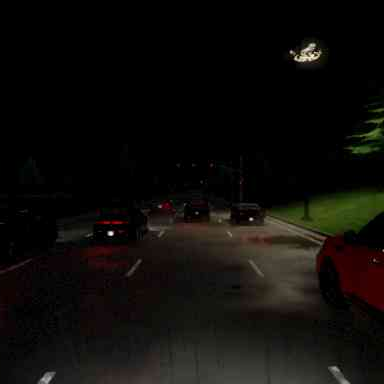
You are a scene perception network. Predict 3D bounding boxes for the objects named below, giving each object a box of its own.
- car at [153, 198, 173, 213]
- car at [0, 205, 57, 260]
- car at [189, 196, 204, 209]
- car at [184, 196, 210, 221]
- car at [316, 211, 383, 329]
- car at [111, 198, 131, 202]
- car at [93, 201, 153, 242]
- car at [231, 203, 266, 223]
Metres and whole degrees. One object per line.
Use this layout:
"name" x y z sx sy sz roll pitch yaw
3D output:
"car" -3.027 1.339 33.739 1.994 1.385 4.181 0 0 1
"car" -6.777 1.268 12.268 2.097 1.767 4.553 0 0 1
"car" 0.562 1.255 40.856 1.812 1.442 4.674 0 1 1
"car" 0.377 1.307 25.623 1.882 1.535 5.008 0 0 1
"car" 3.640 1.192 4.557 2.150 2.045 5.566 0 0 0
"car" -6.556 1.294 31.265 1.837 1.490 4.892 0 0 1
"car" -3.238 1.398 15.797 1.837 1.490 4.892 0 0 1
"car" 3.854 1.445 23.639 1.895 1.301 4.718 0 0 1
